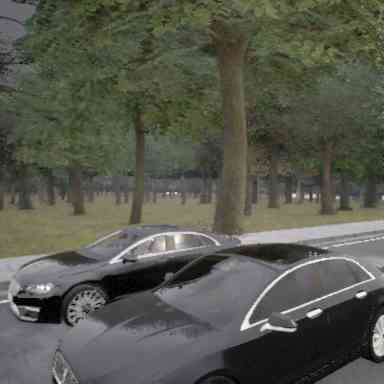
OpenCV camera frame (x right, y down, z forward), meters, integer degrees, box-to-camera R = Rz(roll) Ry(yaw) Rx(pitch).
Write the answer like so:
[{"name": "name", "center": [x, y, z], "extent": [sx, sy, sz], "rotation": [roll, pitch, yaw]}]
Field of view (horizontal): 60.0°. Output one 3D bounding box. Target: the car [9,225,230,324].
[{"name": "car", "center": [-1.017, 1.484, 6.947], "extent": [4.902, 1.511, 2.128], "rotation": [0, 0, -35]}]

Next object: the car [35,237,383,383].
[{"name": "car", "center": [0.843, 1.499, 4.282], "extent": [4.892, 1.490, 1.837], "rotation": [0, 0, -35]}]
